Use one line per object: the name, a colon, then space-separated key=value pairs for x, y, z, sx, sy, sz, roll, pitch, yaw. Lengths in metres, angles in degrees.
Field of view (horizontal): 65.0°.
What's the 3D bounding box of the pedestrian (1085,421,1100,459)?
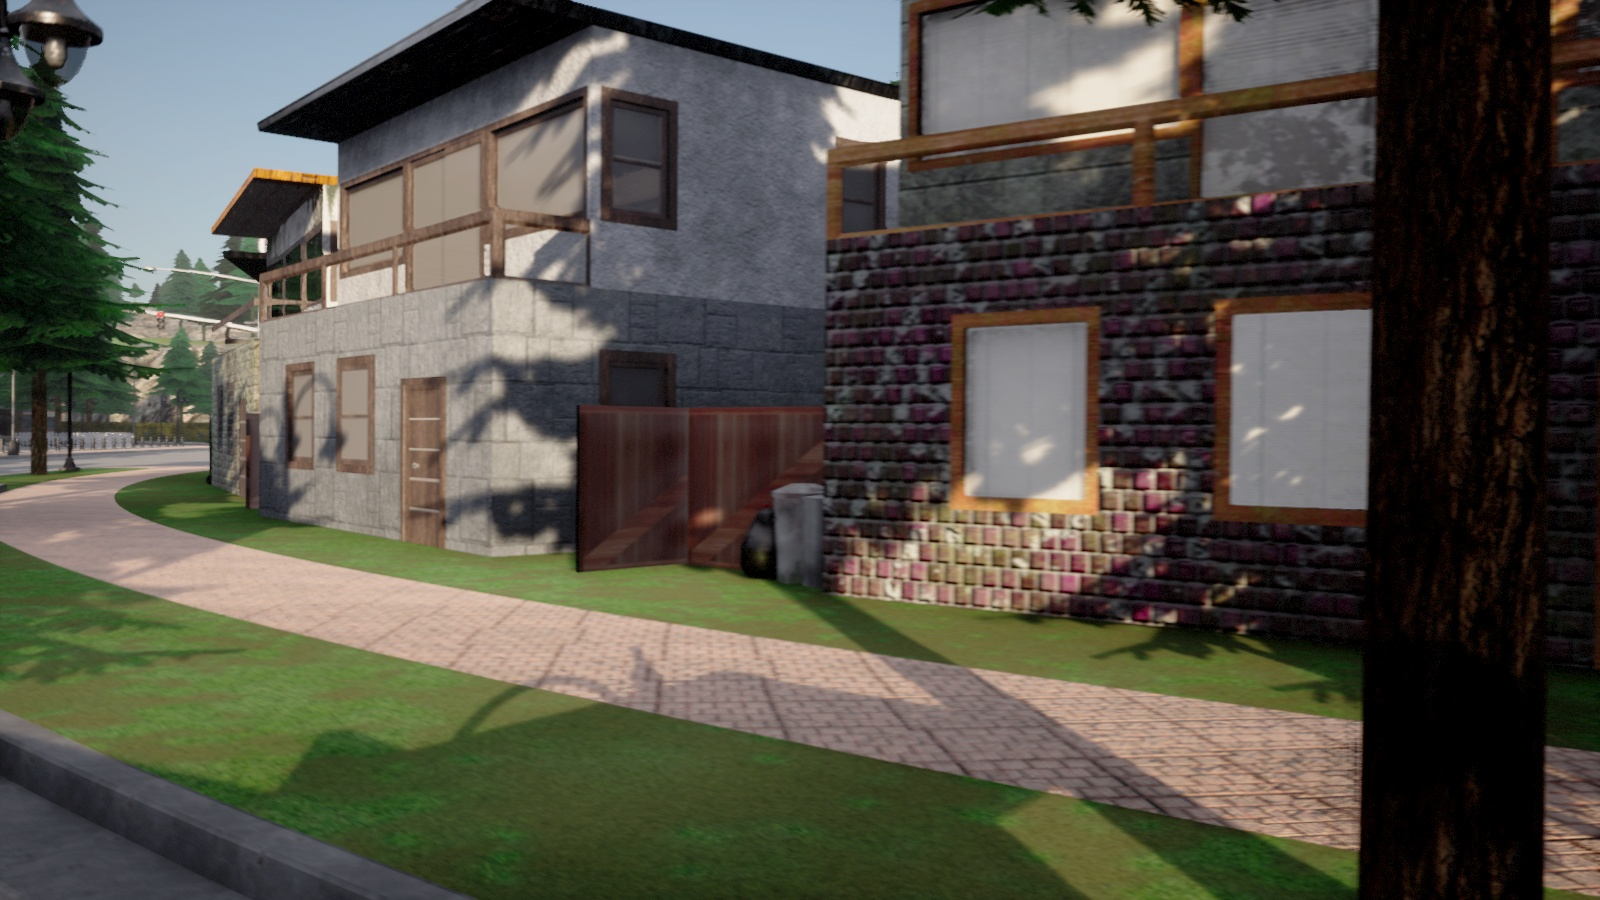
pedestrian: x=14.177 y=-0.500 z=60.966 sx=0.634 sy=1.846 sz=0.331 roll=-1 pitch=1 yaw=-3
